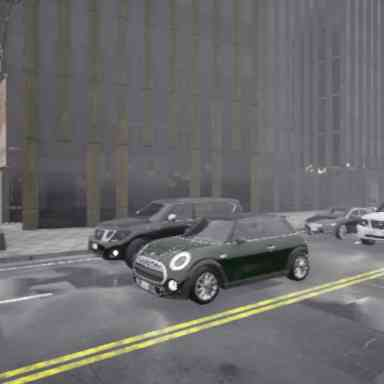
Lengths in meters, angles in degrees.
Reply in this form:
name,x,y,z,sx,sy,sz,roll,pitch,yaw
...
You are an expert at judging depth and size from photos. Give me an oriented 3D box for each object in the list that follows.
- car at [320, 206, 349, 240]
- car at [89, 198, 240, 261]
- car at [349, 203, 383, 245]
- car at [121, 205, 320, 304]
name,x,y,z,sx,sy,sz,roll,pitch,yaw
car,7.821,1.508,17.248,4.902,1.511,2.128,0,0,-35
car,-0.561,1.229,11.272,5.566,2.045,2.150,0,0,-35
car,9.476,1.235,14.443,5.566,2.045,2.150,0,0,-35
car,0.842,1.358,8.277,4.553,1.767,2.097,0,0,-35
